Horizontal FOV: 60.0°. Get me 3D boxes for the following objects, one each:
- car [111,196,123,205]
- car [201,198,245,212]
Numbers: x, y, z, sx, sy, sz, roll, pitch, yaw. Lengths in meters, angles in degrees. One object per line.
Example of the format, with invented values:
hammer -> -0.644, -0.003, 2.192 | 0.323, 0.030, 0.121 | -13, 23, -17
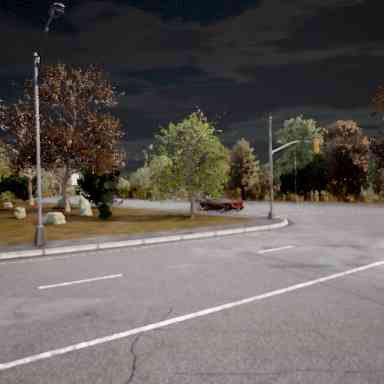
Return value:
car -> -12.565, 1.172, 52.454 | 2.128, 1.511, 4.902 | -2, 1, -39
car -> 3.034, 1.265, 33.026 | 1.895, 1.301, 4.718 | -2, 1, -38
